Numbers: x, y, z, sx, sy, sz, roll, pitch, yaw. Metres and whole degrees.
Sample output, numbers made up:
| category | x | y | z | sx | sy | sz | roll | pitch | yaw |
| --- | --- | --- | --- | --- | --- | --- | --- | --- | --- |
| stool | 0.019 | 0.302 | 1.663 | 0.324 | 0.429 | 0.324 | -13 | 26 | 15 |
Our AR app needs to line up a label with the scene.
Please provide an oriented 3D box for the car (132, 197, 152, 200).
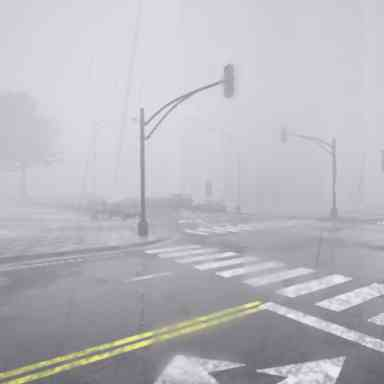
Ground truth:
| category | x | y | z | sx | sy | sz | roll | pitch | yaw |
| --- | --- | --- | --- | --- | --- | --- | --- | --- | --- |
| car | -5.163 | 1.333 | 40.553 | 1.947 | 1.339 | 4.313 | -1 | 0 | -36 |

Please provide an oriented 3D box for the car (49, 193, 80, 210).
| category | x | y | z | sx | sy | sz | roll | pitch | yaw |
| --- | --- | --- | --- | --- | --- | --- | --- | --- | --- |
| car | -15.373 | 1.280 | 40.025 | 1.967 | 1.590 | 4.097 | -1 | 0 | -36 |

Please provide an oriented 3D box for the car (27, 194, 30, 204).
| category | x | y | z | sx | sy | sz | roll | pitch | yaw |
| --- | --- | --- | --- | --- | --- | --- | --- | --- | --- |
| car | -25.426 | 1.369 | 53.635 | 1.947 | 1.339 | 4.313 | -1 | 0 | -36 |

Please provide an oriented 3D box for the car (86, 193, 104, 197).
| category | x | y | z | sx | sy | sz | roll | pitch | yaw |
| --- | --- | --- | --- | --- | --- | --- | --- | --- | --- |
| car | -15.215 | 1.271 | 54.158 | 1.887 | 1.381 | 4.507 | -1 | 0 | -36 |

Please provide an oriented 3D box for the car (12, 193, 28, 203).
| category | x | y | z | sx | sy | sz | roll | pitch | yaw |
| --- | --- | --- | --- | --- | --- | --- | --- | --- | --- |
| car | -32.128 | 1.330 | 62.706 | 1.887 | 1.381 | 4.507 | -1 | 0 | -36 |

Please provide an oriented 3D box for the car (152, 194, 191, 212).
| category | x | y | z | sx | sy | sz | roll | pitch | yaw |
| --- | --- | --- | --- | --- | --- | --- | --- | --- | --- |
| car | -1.814 | 1.099 | 36.017 | 2.192 | 1.841 | 5.009 | -1 | 0 | -36 |

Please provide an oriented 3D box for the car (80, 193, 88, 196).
| category | x | y | z | sx | sy | sz | roll | pitch | yaw |
| --- | --- | --- | --- | --- | --- | --- | --- | --- | --- |
| car | -18.567 | 1.031 | 58.693 | 2.192 | 1.841 | 5.009 | -1 | 0 | -36 |

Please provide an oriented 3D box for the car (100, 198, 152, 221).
| category | x | y | z | sx | sy | sz | roll | pitch | yaw |
| --- | --- | --- | --- | --- | --- | --- | --- | --- | --- |
| car | -5.319 | 1.457 | 26.419 | 1.947 | 1.339 | 4.313 | 0 | 0 | -36 |

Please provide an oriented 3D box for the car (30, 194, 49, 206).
| category | x | y | z | sx | sy | sz | roll | pitch | yaw |
| --- | --- | --- | --- | --- | --- | --- | --- | --- | --- |
| car | -21.973 | 1.340 | 48.961 | 1.752 | 1.417 | 4.829 | -1 | 0 | -36 |

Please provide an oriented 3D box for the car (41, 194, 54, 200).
| category | x | y | z | sx | sy | sz | roll | pitch | yaw |
| --- | --- | --- | --- | --- | --- | --- | --- | --- | --- |
| car | -35.419 | 1.197 | 81.507 | 1.752 | 1.417 | 4.829 | -1 | 0 | -36 |

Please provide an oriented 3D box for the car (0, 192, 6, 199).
| category | x | y | z | sx | sy | sz | roll | pitch | yaw |
| --- | --- | --- | --- | --- | --- | --- | --- | --- | --- |
| car | -42.180 | 1.342 | 76.314 | 1.802 | 1.307 | 4.206 | -1 | 0 | -36 |

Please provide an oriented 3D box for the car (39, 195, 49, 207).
| category | x | y | z | sx | sy | sz | roll | pitch | yaw |
| --- | --- | --- | --- | --- | --- | --- | --- | --- | --- |
| car | -18.724 | 1.408 | 44.563 | 1.802 | 1.307 | 4.206 | -1 | 0 | -36 |

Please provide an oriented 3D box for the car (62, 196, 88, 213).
| category | x | y | z | sx | sy | sz | roll | pitch | yaw |
| --- | --- | --- | --- | --- | --- | --- | --- | --- | --- |
| car | -12.022 | 1.438 | 35.491 | 1.802 | 1.307 | 4.206 | -1 | 0 | -36 |

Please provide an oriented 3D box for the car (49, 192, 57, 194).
| category | x | y | z | sx | sy | sz | roll | pitch | yaw |
| --- | --- | --- | --- | --- | --- | --- | --- | --- | --- |
| car | -31.969 | 0.994 | 76.835 | 2.192 | 1.841 | 5.009 | -1 | 0 | -36 |

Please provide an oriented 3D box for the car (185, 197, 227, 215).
| category | x | y | z | sx | sy | sz | roll | pitch | yaw |
| --- | --- | --- | --- | --- | --- | --- | --- | --- | --- |
| car | 1.538 | 1.385 | 31.483 | 1.802 | 1.307 | 4.206 | 0 | 0 | -36 |

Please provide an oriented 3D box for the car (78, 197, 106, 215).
| category | x | y | z | sx | sy | sz | roll | pitch | yaw |
| --- | --- | --- | --- | --- | --- | --- | --- | --- | --- |
| car | -8.671 | 1.438 | 30.956 | 1.947 | 1.339 | 4.313 | 0 | 0 | -36 |

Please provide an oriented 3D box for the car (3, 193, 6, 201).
| category | x | y | z | sx | sy | sz | roll | pitch | yaw |
| --- | --- | --- | --- | --- | --- | --- | --- | --- | --- |
| car | -38.830 | 1.333 | 71.779 | 1.947 | 1.339 | 4.313 | -1 | 0 | -36 |

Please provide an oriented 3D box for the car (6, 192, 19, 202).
| category | x | y | z | sx | sy | sz | roll | pitch | yaw |
| --- | --- | --- | --- | --- | --- | --- | --- | --- | --- |
| car | -35.480 | 1.091 | 67.241 | 2.192 | 1.841 | 5.009 | -1 | 0 | -36 |
